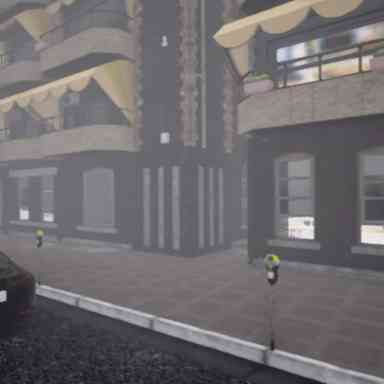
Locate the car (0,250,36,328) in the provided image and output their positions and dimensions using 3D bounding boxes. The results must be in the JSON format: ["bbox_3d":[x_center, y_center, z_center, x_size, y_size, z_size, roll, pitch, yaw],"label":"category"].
[{"bbox_3d":[-4.613,1.634,6.156,4.313,1.339,1.947,-1,0,35],"label":"car"}]
